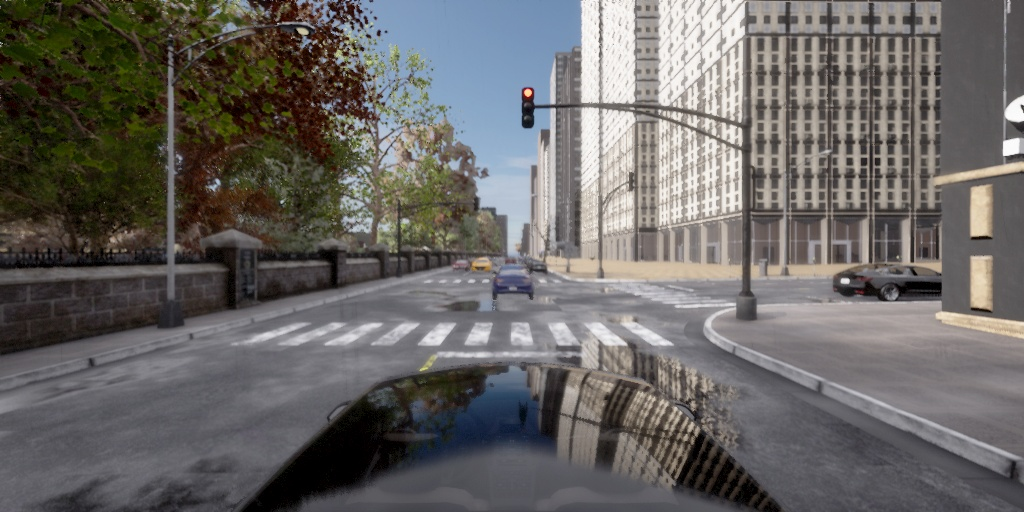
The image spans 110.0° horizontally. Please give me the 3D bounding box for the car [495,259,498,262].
[{"bbox_3d":[-3.238,1.036,55.996,1.895,1.301,4.718,0,0,0],"label":"car"}]

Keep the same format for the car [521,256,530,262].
[{"bbox_3d":[2.548,1.047,47.359,1.948,1.339,4.313,0,0,0],"label":"car"}]

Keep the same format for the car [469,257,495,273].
[{"bbox_3d":[-3.210,1.006,38.850,1.882,1.535,5.008,0,0,0],"label":"car"}]

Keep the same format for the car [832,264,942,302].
[{"bbox_3d":[14.649,0.950,13.548,4.313,1.339,1.948,0,0,0],"label":"car"}]

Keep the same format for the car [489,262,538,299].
[{"bbox_3d":[0.046,1.180,17.190,1.812,1.442,4.674,0,0,0],"label":"car"}]

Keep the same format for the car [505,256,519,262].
[{"bbox_3d":[-0.194,0.745,64.136,2.097,1.767,4.553,0,0,0],"label":"car"}]

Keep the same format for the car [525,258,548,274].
[{"bbox_3d":[2.583,1.110,36.094,1.948,1.339,4.313,0,0,0],"label":"car"}]

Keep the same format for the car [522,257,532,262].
[{"bbox_3d":[2.566,1.078,41.727,1.948,1.339,4.313,0,0,0],"label":"car"}]

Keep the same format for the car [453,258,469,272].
[{"bbox_3d":[-5.815,1.095,41.701,1.802,1.307,4.207,0,0,0],"label":"car"}]
